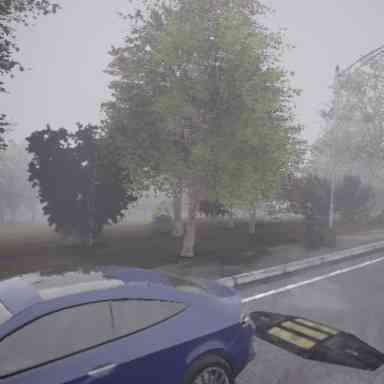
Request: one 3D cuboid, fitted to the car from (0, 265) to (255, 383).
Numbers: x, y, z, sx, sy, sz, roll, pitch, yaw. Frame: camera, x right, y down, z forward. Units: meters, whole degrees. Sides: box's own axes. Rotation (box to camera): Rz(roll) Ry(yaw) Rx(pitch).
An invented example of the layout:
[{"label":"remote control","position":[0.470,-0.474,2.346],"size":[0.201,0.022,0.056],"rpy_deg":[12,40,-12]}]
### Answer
[{"label":"car","position":[-1.414,1.527,3.069],"size":[4.674,1.442,1.812],"rpy_deg":[0,0,-37]}]
